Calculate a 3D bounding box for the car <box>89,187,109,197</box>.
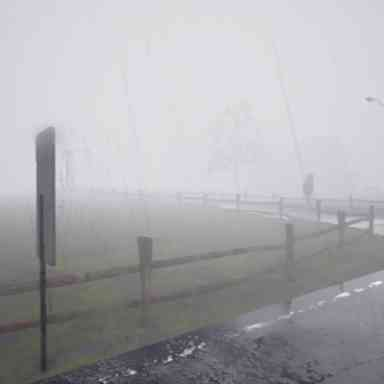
[{"bbox_3d":[-14.789,-0.013,52.780,2.128,1.511,4.902,0,2,-35],"label":"car"}]
